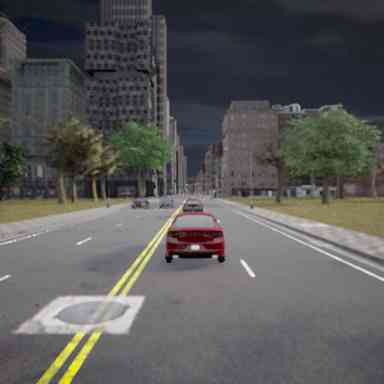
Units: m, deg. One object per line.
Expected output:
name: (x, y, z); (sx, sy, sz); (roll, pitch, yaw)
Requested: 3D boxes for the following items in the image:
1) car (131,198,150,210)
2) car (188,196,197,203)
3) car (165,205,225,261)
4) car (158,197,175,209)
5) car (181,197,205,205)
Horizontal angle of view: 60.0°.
car: (-6.589, 1.510, 42.868); (1.994, 1.385, 4.181); (0, 0, 0)
car: (0.077, 1.467, 66.733); (1.812, 1.442, 4.674); (0, 0, 0)
car: (0.098, 1.456, 12.169); (1.882, 1.535, 5.008); (0, 0, 0)
car: (-3.337, 1.452, 44.425); (1.837, 1.490, 4.892); (0, 0, 0)
car: (0.096, 1.459, 30.493); (1.837, 1.490, 4.892); (0, 0, 0)
